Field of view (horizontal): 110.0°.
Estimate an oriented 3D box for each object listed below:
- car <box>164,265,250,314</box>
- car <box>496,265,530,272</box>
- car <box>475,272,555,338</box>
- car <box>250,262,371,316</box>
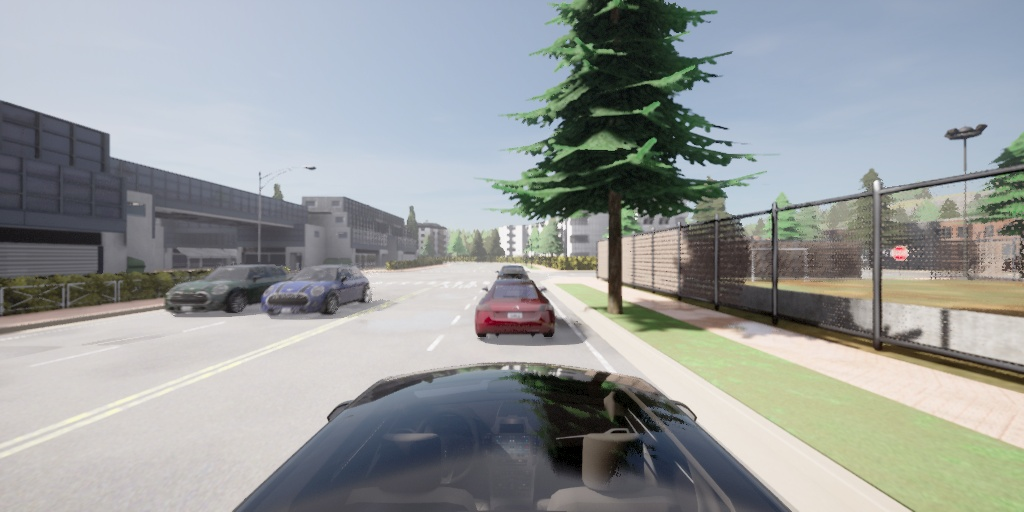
[{"bbox_3d":[-10.608,1.136,13.935,2.097,1.767,4.553,0,0,0],"label":"car"},{"bbox_3d":[0.047,1.312,22.249,1.837,1.490,4.892,0,0,0],"label":"car"},{"bbox_3d":[0.067,1.338,10.233,1.994,1.385,4.181,0,0,0],"label":"car"},{"bbox_3d":[-7.108,1.135,13.537,2.097,1.767,4.553,0,0,0],"label":"car"}]
